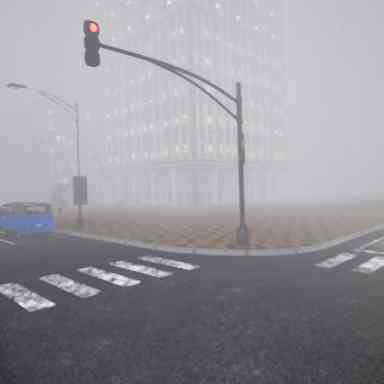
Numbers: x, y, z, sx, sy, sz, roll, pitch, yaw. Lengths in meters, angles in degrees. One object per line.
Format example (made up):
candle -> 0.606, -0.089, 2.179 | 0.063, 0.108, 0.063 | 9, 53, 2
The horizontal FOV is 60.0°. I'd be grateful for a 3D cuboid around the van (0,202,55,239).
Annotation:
van -> -8.823, 1.427, 17.673 | 1.690, 1.788, 3.998 | -2, 0, -45
